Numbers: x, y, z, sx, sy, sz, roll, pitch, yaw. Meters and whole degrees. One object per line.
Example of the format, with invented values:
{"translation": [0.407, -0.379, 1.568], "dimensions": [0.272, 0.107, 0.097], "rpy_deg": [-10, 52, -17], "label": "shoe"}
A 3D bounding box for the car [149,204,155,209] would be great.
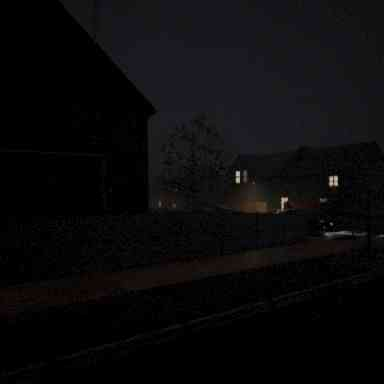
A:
{"translation": [-6.713, 2.118, 42.438], "dimensions": [2.150, 2.045, 5.566], "rpy_deg": [-1, -1, -35], "label": "car"}

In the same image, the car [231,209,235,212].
{"translation": [2.558, 2.098, 34.566], "dimensions": [1.812, 1.442, 4.674], "rpy_deg": [-1, -1, -36], "label": "car"}

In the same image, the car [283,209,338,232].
{"translation": [7.586, 1.879, 22.488], "dimensions": [1.994, 1.385, 4.181], "rpy_deg": [-1, -1, -35], "label": "car"}

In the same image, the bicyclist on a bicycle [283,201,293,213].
{"translation": [8.878, 1.669, 30.712], "dimensions": [1.656, 1.620, 0.582], "rpy_deg": [-1, 0, -36], "label": "bicyclist on a bicycle"}

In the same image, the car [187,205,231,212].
{"translation": [1.184, 2.100, 31.407], "dimensions": [1.812, 1.442, 4.674], "rpy_deg": [-1, -1, -35], "label": "car"}
